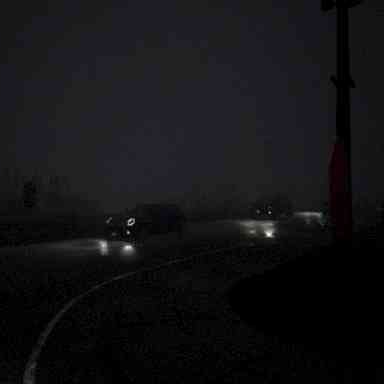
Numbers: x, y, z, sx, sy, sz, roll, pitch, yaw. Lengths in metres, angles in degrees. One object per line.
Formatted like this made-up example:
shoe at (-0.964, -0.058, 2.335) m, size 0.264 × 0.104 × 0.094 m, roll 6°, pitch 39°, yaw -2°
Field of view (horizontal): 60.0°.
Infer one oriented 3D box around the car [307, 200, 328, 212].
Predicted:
car at (15.394, 1.646, 39.908) m, size 1.895 × 1.301 × 4.718 m, roll 0°, pitch 0°, yaw 38°

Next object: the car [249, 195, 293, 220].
car at (7.063, 1.266, 29.246) m, size 2.150 × 2.045 × 5.566 m, roll 0°, pitch -1°, yaw 38°

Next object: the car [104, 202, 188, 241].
car at (-2.272, 1.388, 17.237) m, size 2.097 × 1.767 × 4.553 m, roll 0°, pitch 0°, yaw 38°

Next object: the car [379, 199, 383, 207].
car at (28.241, 1.633, 50.490) m, size 1.895 × 1.301 × 4.718 m, roll 0°, pitch 0°, yaw 38°

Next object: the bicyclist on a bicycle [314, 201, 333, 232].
bicyclist on a bicycle at (7.073, 1.298, 17.069) m, size 1.656 × 1.620 × 0.582 m, roll -1°, pitch 0°, yaw 38°

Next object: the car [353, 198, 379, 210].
car at (22.078, 1.593, 42.553) m, size 1.994 × 1.385 × 4.181 m, roll 0°, pitch 0°, yaw 38°
